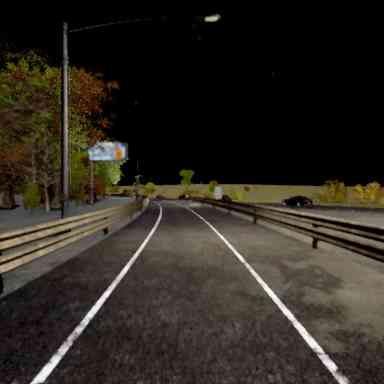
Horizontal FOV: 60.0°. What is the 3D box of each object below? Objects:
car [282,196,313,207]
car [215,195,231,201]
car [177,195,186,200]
[{"bbox_3d":[14.634,1.297,46.420,1.882,1.535,5.008,0,0,-21],"label":"car"},{"bbox_3d":[6.239,1.399,67.863,1.837,1.490,4.892,0,0,-21],"label":"car"},{"bbox_3d":[-2.531,1.490,90.256,1.812,1.442,4.674,0,0,-21],"label":"car"}]
